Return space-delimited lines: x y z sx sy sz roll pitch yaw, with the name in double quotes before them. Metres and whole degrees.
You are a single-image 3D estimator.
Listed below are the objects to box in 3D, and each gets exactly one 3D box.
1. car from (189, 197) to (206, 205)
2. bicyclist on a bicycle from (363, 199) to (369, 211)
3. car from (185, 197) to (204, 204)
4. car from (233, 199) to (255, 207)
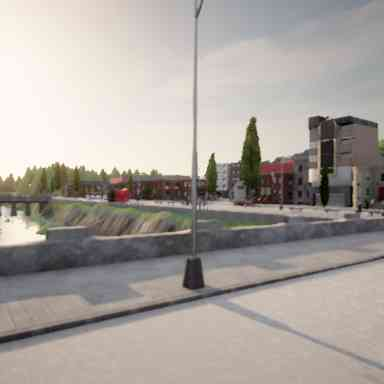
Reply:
"car" 0.900 1.885 64.946 1.812 1.442 4.674 1 -1 -35
"bicyclist on a bicycle" 24.312 1.786 46.393 1.656 1.620 0.582 0 0 -35
"car" 0.485 1.781 72.433 1.994 1.385 4.181 1 0 -35
"car" 9.376 1.922 59.957 1.812 1.442 4.674 1 0 -35
